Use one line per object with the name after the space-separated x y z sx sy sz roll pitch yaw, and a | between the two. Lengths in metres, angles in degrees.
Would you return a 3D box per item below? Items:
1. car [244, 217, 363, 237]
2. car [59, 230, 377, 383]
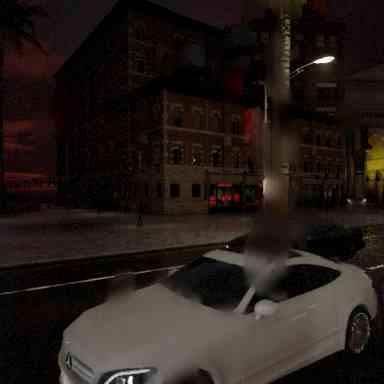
3.510 1.547 10.771 5.357 1.411 2.033 0 0 -35 | car
0.710 1.526 4.492 4.674 1.442 1.812 0 0 -35 | car
